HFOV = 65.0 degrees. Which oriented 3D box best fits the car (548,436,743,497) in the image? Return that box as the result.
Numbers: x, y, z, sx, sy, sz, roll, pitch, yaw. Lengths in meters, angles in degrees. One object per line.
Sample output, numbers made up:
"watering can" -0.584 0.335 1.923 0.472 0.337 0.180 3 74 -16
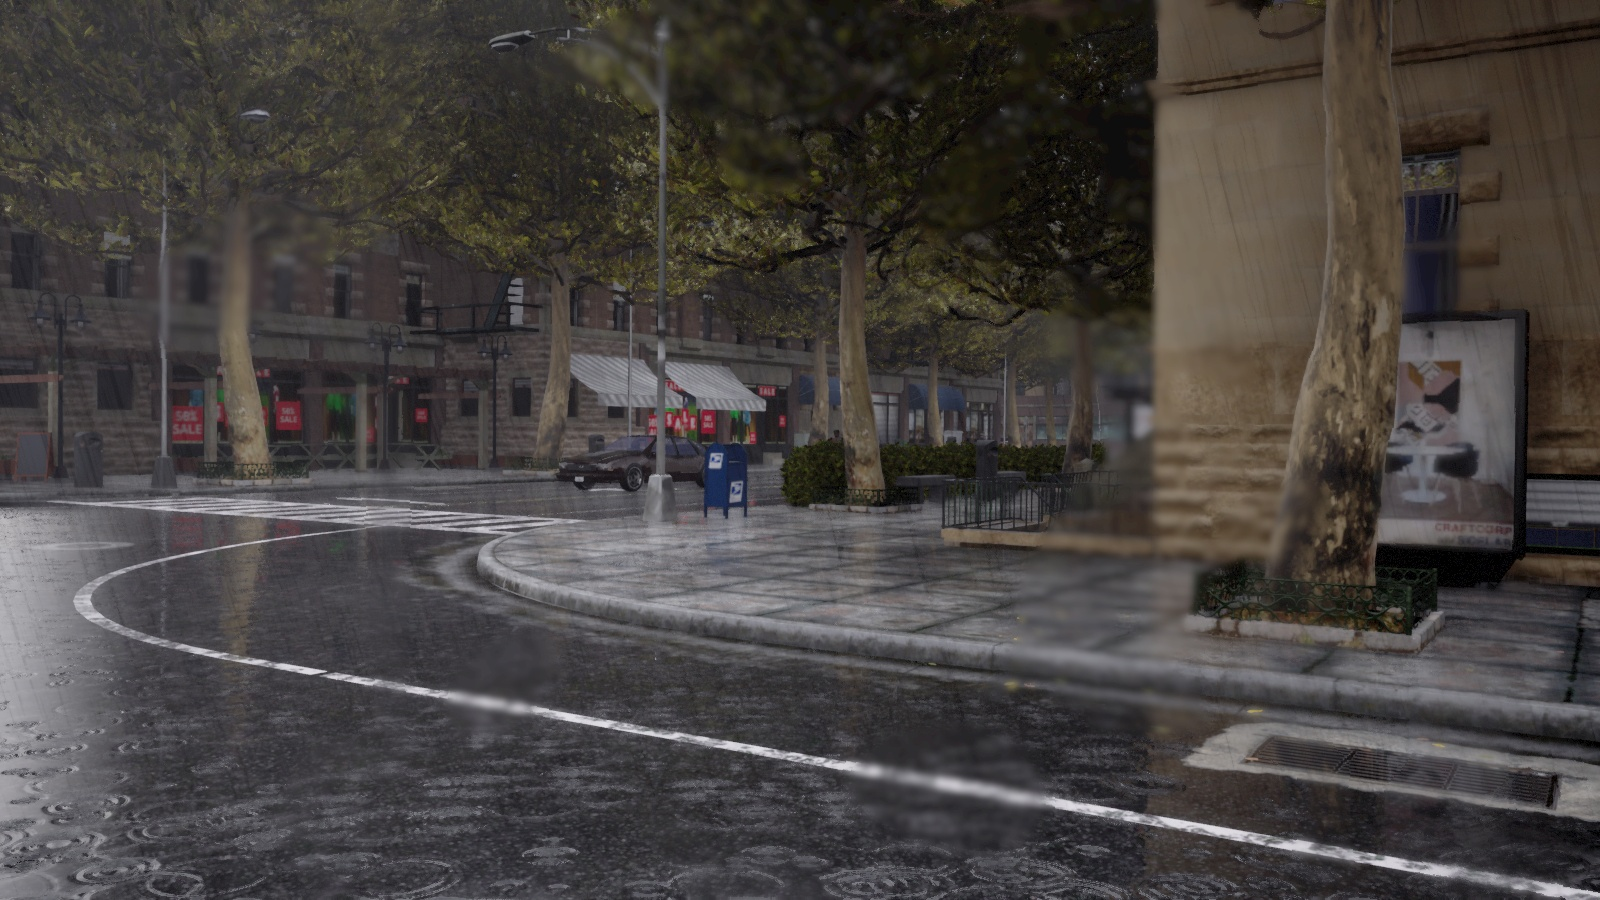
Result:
"car" -3.879 0.368 32.640 2.033 1.411 5.357 0 1 33
